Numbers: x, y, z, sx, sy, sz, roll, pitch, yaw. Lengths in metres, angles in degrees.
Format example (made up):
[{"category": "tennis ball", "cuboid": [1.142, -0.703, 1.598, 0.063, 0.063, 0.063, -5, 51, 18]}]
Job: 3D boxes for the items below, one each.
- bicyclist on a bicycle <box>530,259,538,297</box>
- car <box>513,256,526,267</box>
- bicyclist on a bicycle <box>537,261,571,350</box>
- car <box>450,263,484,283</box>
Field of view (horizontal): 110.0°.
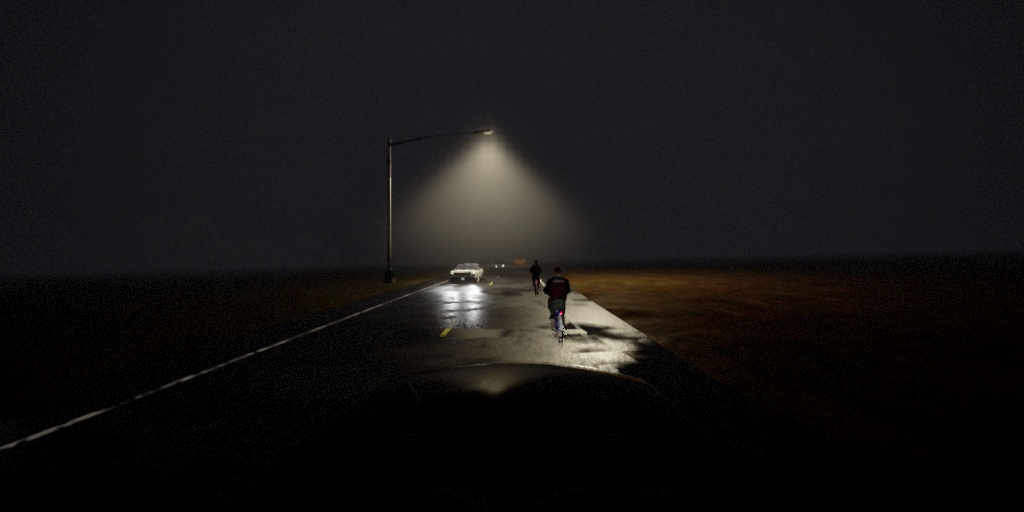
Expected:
[{"category": "bicyclist on a bicycle", "cuboid": [1.141, 1.030, 17.073, 0.659, 1.776, 1.843, 0, 1, 1]}, {"category": "car", "cuboid": [1.222, 0.902, 58.152, 1.882, 1.535, 5.008, 0, 0, 1]}, {"category": "bicyclist on a bicycle", "cuboid": [1.008, 1.083, 8.103, 0.659, 1.776, 1.843, 0, 1, 1]}, {"category": "car", "cuboid": [-3.213, 1.208, 26.012, 1.895, 1.301, 4.718, 0, 0, 2]}]
